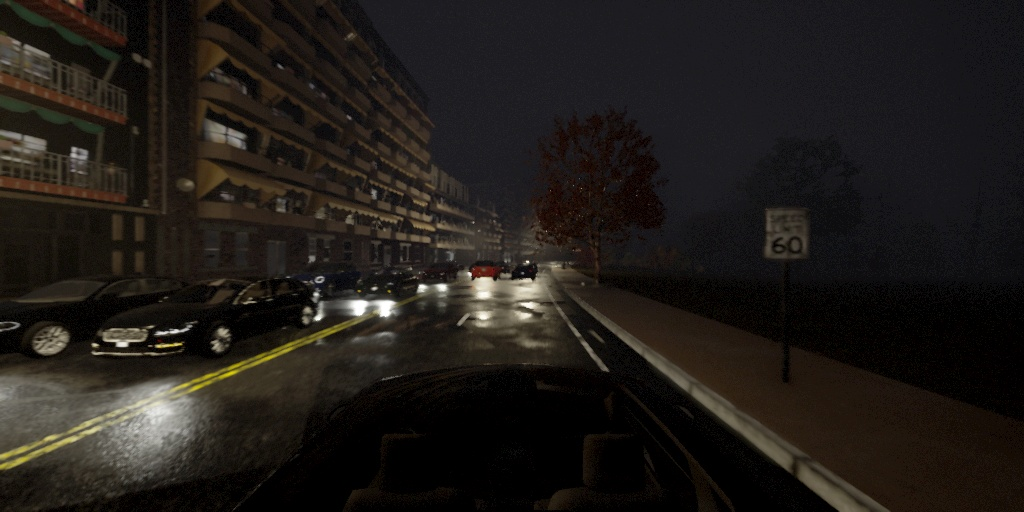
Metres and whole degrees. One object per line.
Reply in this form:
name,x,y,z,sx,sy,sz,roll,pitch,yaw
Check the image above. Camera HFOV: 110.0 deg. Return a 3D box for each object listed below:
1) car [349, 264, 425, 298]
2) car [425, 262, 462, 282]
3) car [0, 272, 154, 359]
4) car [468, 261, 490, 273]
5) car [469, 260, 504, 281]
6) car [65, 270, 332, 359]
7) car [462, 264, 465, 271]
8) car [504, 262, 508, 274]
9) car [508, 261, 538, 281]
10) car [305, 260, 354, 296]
car,-6.223,1.301,18.431,1.994,1.385,4.181,0,0,3
car,-5.667,1.230,28.882,1.882,1.535,5.008,0,0,4
car,-9.760,1.197,8.535,1.882,1.535,5.008,0,0,1
car,-4.205,1.410,45.930,1.994,1.385,4.181,0,0,6
car,-2.125,1.120,30.537,2.097,1.767,4.553,0,0,4
car,-6.511,1.236,8.452,1.837,1.490,4.892,0,0,1
car,-7.438,1.398,46.268,1.994,1.385,4.181,0,0,6
car,-1.327,1.348,41.694,2.033,1.411,5.357,0,0,6
car,1.012,1.345,30.803,1.994,1.385,4.181,0,0,5
car,-9.483,1.077,18.266,2.097,1.767,4.553,0,0,2
